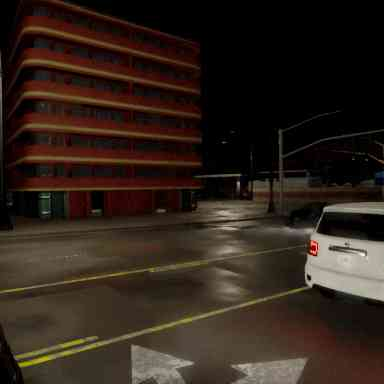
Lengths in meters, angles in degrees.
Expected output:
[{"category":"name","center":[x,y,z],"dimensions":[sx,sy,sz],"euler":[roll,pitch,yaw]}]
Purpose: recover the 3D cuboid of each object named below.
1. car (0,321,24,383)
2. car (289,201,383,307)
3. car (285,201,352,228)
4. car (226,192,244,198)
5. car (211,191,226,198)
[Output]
[{"category":"car","center":[-3.661,1.222,1.141],"dimensions":[5.566,2.045,2.150],"euler":[0,0,-35]},{"category":"car","center":[4.782,1.218,7.137],"dimensions":[5.566,2.045,2.150],"euler":[0,0,-35]},{"category":"car","center":[8.819,1.462,23.008],"dimensions":[5.008,1.535,1.882],"euler":[0,0,-35]},{"category":"car","center":[11.405,0.818,85.101],"dimensions":[3.806,1.475,1.970],"euler":[-1,1,-35]},{"category":"car","center":[7.440,0.671,89.327],"dimensions":[4.611,1.667,2.242],"euler":[-1,1,-35]}]
